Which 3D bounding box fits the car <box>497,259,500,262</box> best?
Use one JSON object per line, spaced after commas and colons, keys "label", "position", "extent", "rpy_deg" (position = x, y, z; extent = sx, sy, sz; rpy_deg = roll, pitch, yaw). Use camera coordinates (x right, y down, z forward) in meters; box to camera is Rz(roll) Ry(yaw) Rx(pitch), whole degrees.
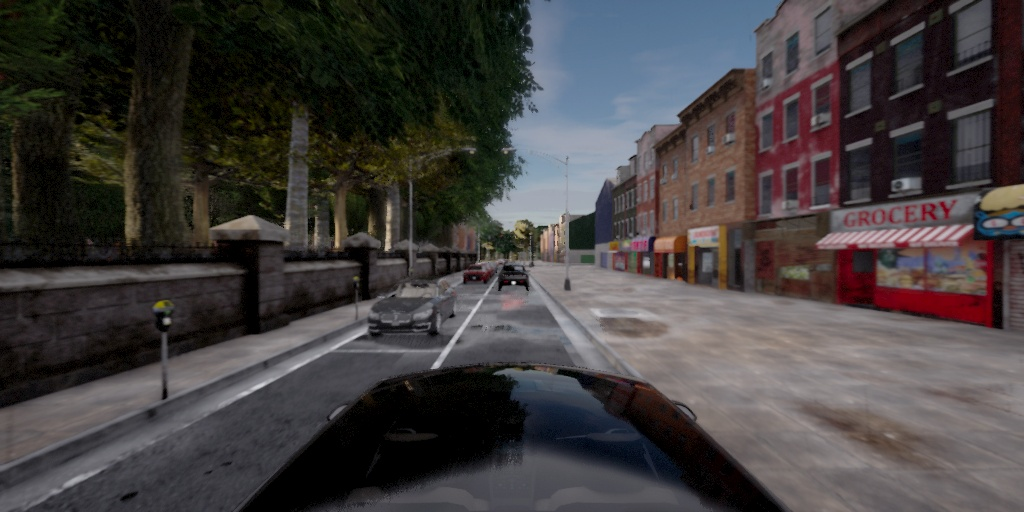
{"label": "car", "position": [-2.634, 1.338, 38.744], "extent": [2.007, 1.370, 4.403], "rpy_deg": [0, 0, 0]}

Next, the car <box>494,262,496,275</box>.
{"label": "car", "position": [-2.635, 1.322, 33.056], "extent": [1.888, 1.381, 4.507], "rpy_deg": [0, 0, 0]}

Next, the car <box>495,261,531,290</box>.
{"label": "car", "position": [0.096, 1.265, 22.538], "extent": [1.837, 1.490, 4.892], "rpy_deg": [0, 0, 0]}

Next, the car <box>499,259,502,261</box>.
{"label": "car", "position": [-2.634, 1.367, 44.433], "extent": [1.948, 1.339, 4.313], "rpy_deg": [0, 0, 0]}

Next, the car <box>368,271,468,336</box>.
{"label": "car", "position": [-2.637, 1.301, 10.302], "extent": [2.007, 1.370, 4.403], "rpy_deg": [0, 0, 0]}

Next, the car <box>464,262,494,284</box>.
{"label": "car", "position": [-2.635, 1.312, 27.368], "extent": [1.888, 1.381, 4.507], "rpy_deg": [0, 0, 0]}
